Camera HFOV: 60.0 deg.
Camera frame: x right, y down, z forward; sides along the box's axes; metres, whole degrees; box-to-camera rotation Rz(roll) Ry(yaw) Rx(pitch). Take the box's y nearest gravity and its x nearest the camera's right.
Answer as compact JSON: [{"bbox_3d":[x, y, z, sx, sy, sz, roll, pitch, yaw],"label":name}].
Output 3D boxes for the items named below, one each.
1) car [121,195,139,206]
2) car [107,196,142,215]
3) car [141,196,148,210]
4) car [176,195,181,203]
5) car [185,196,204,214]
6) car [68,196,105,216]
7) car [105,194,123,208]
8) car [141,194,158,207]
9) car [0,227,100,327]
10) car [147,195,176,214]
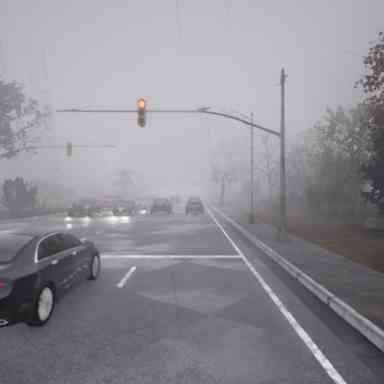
[{"bbox_3d":[-10.274,1.429,55.394,1.882,1.535,5.008,0,2,1],"label":"car"},{"bbox_3d":[-6.921,1.532,34.729,2.128,1.511,4.902,0,0,0],"label":"car"},{"bbox_3d":[-6.855,1.403,43.829,2.097,1.767,4.553,0,0,0],"label":"car"},{"bbox_3d":[-3.057,1.207,61.119,1.882,1.535,5.008,0,3,0],"label":"car"},{"bbox_3d":[0.287,1.534,36.462,2.128,1.511,4.902,0,0,0],"label":"car"},{"bbox_3d":[-10.433,1.390,32.605,2.097,1.767,4.553,0,0,0],"label":"car"},{"bbox_3d":[-10.354,1.272,43.237,2.150,2.045,5.566,0,0,3],"label":"car"},{"bbox_3d":[-6.786,1.344,53.753,2.097,1.767,4.553,0,1,1],"label":"car"},{"bbox_3d":[-3.378,1.513,7.038,1.837,1.490,4.892,0,0,0],"label":"car"},{"bbox_3d":[-3.217,1.393,35.904,2.097,1.767,4.553,0,0,0],"label":"car"}]
